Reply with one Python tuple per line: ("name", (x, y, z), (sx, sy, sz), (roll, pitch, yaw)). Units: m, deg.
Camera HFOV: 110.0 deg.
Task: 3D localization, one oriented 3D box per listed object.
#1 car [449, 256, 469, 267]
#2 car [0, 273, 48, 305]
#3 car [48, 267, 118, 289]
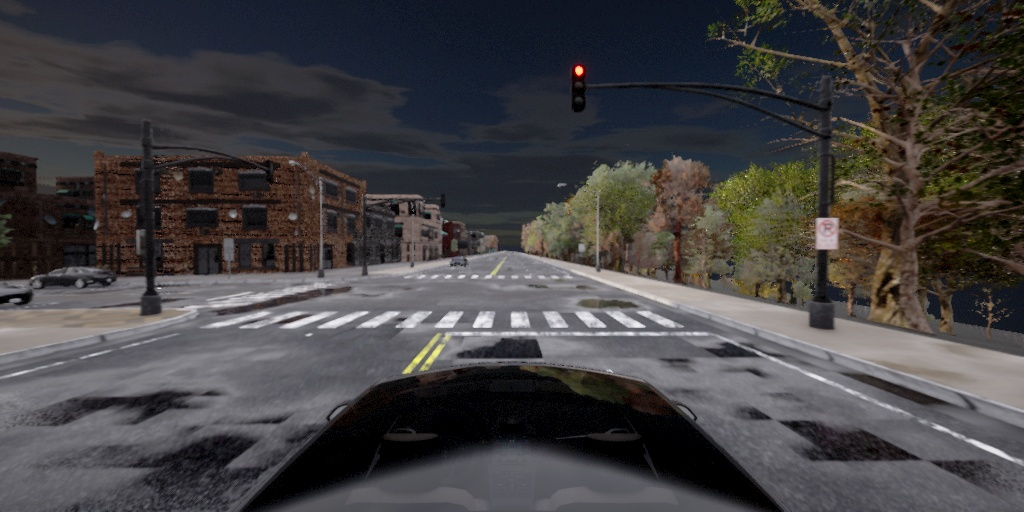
("car", (-6.581, 0.723, 45.005), (1.994, 1.385, 4.181), (0, 1, 0))
("car", (-22.625, 1.499, 14.731), (4.313, 1.339, 1.948), (0, 0, -1))
("car", (-28.338, 1.362, 23.248), (4.403, 1.370, 2.007), (0, 0, -1))
